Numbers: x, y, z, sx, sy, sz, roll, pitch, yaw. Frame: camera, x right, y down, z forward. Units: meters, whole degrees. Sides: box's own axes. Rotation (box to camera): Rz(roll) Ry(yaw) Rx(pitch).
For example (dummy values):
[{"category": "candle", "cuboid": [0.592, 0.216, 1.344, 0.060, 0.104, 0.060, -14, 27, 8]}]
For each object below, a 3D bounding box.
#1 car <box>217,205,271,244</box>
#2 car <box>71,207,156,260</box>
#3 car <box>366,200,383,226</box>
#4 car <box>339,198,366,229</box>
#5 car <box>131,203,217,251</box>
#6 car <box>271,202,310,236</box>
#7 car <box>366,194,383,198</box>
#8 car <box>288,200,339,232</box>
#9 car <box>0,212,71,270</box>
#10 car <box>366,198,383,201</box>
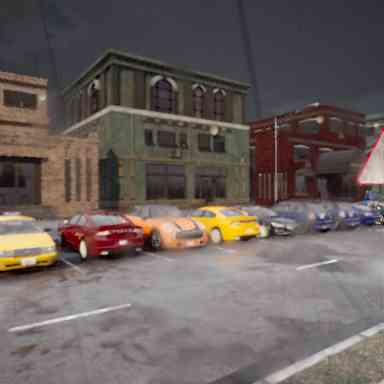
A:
[{"category": "car", "cuboid": [0.951, 1.436, 15.690, 2.097, 1.535, 5.008, 0, 0, -35]}, {"category": "car", "cuboid": [-3.577, 1.442, 12.464, 2.097, 1.535, 5.008, 0, 0, -35]}, {"category": "car", "cuboid": [10.004, 1.472, 22.139, 2.002, 1.452, 4.674, 0, 0, -35]}, {"category": "car", "cuboid": [7.756, 1.306, 20.503, 2.185, 1.767, 4.553, 0, 0, -35]}, {"category": "car", "cuboid": [-1.335, 1.313, 14.105, 2.185, 1.767, 4.553, 0, 0, -35]}, {"category": "car", "cuboid": [3.207, 1.434, 17.309, 2.231, 1.521, 4.892, 0, 0, -35]}, {"category": "car", "cuboid": [16.810, 1.191, 26.954, 2.435, 2.045, 5.566, 0, 0, -35]}, {"category": "car", "cuboid": [5.491, 1.306, 18.890, 2.185, 1.767, 4.553, 0, 0, -35]}, {"category": "car", "cuboid": [-5.737, 1.443, 10.705, 1.946, 1.575, 5.366, 0, 0, -35]}, {"category": "car", "cuboid": [12.269, 1.436, 23.748, 2.231, 1.521, 4.892, 0, 0, -35]}]
